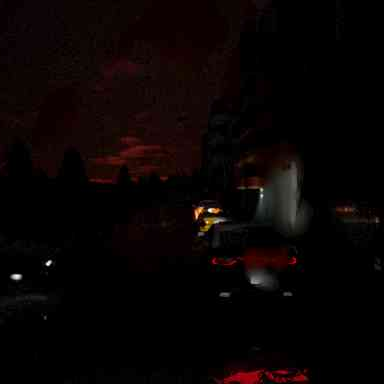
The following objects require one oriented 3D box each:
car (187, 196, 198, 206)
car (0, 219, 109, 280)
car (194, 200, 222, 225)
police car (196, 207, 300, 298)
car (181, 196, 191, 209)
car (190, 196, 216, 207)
[{"bbox_3d":[0.033,1.505,56.666,1.837,1.490,4.892,0,0,0],"label":"car"},{"bbox_3d":[-3.993,1.547,10.225,2.033,1.411,5.357,0,0,0],"label":"car"},{"bbox_3d":[1.211,1.456,18.731,1.801,1.575,5.366,0,0,0],"label":"car"},{"bbox_3d":[1.193,1.420,8.653,1.930,1.638,5.238,0,0,0],"label":"police car"},{"bbox_3d":[0.051,1.491,44.485,2.128,1.511,4.902,0,0,1],"label":"car"},{"bbox_3d":[1.161,1.300,24.511,2.097,1.767,4.553,-3,0,0],"label":"car"}]
